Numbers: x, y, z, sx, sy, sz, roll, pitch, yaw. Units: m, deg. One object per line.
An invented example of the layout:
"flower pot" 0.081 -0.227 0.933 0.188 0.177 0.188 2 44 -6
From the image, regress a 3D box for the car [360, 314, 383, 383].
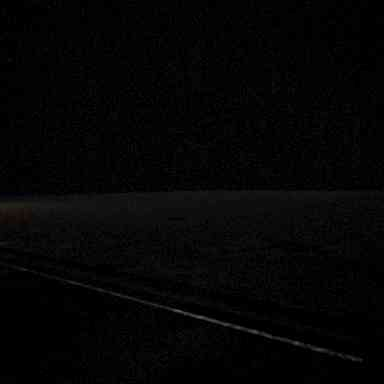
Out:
"car" 3.764 1.240 1.310 5.566 2.045 2.150 1 0 35
